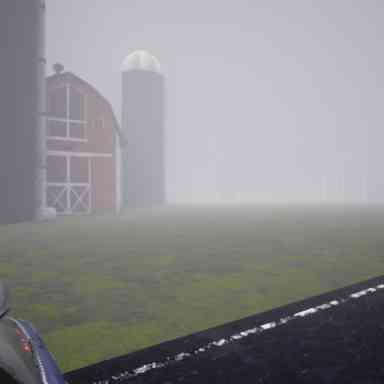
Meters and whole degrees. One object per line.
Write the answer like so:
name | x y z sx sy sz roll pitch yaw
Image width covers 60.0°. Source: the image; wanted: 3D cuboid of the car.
car | -2.701 1.357 1.128 4.553 1.767 2.097 0 0 -35
